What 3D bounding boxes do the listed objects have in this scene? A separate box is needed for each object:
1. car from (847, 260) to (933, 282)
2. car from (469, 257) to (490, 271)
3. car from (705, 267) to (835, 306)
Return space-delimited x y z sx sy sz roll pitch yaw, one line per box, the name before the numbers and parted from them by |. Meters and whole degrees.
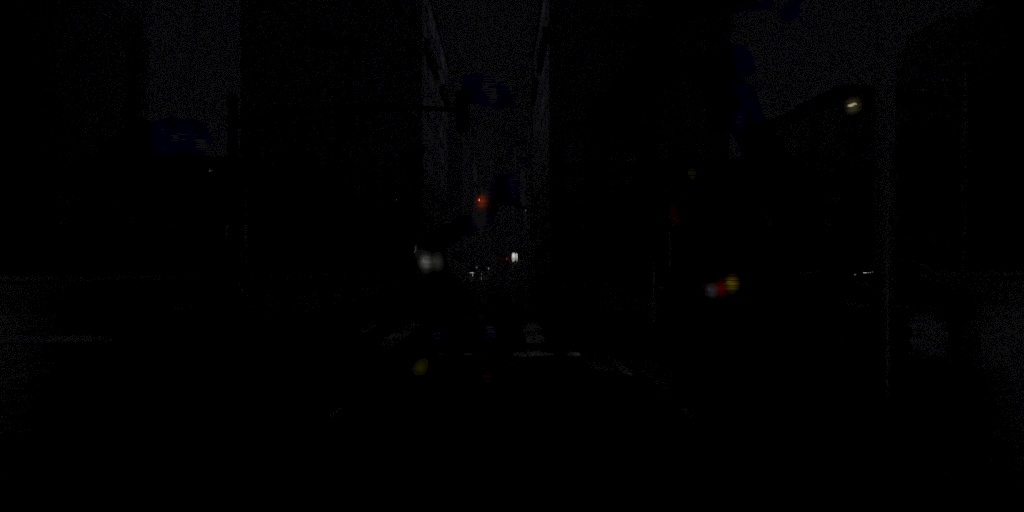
car | 26.317 1.039 25.048 4.892 1.490 1.837 0 0 -2
car | -4.176 1.056 44.138 2.128 1.511 4.902 0 0 -2
car | 10.315 1.163 14.513 4.674 1.442 1.812 0 0 -3
